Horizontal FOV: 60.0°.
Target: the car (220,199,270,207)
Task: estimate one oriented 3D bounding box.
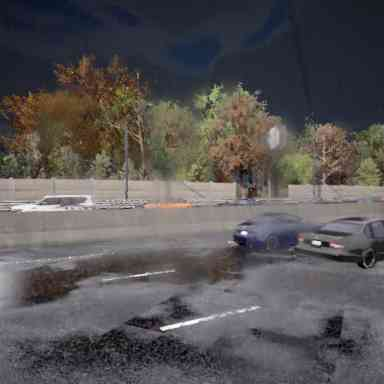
[{"bbox_3d":[6.074,1.548,35.725,5.357,1.411,2.033,0,0,-30],"label":"car"}]

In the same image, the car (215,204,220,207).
[{"bbox_3d":[5.301,1.548,39.319,5.357,1.411,2.033,0,0,-29],"label":"car"}]

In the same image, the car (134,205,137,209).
[{"bbox_3d":[-3.580,1.505,34.147,4.892,1.490,1.837,0,0,-31],"label":"car"}]

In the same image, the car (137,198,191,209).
[{"bbox_3d":[-2.363,1.351,30.806,4.553,1.767,2.097,0,0,-30],"label":"car"}]

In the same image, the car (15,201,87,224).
[{"bbox_3d":[-10.915,1.492,25.823,4.902,1.511,2.128,0,0,-30],"label":"car"}]

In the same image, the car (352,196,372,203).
[{"bbox_3d":[25.332,1.363,46.929,4.553,1.767,2.097,0,0,-28],"label":"car"}]

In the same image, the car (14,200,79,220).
[{"bbox_3d":[-12.569,1.478,28.911,5.008,1.535,1.882,0,0,-30],"label":"car"}]

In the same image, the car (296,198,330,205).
[{"bbox_3d":[14.885,1.492,40.856,4.902,1.511,2.128,0,0,-30],"label":"car"}]

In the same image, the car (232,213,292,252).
[{"bbox_3d":[3.736,1.563,13.875,4.181,1.385,1.994,0,0,-30],"label":"car"}]

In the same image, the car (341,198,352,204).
[{"bbox_3d":[25.024,1.559,50.806,5.357,1.411,2.033,0,0,-30],"label":"car"}]

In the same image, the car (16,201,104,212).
[{"bbox_3d":[-7.489,1.491,19.718,4.902,1.511,2.128,0,0,-30],"label":"car"}]

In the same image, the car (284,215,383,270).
[{"bbox_3d":[5.825,1.546,11.041,5.357,1.411,2.033,0,0,-30],"label":"car"}]

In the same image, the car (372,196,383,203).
[{"bbox_3d":[26.591,1.231,43.623,5.566,2.045,2.150,0,0,-30],"label":"car"}]

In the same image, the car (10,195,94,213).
[{"bbox_3d":[-9.332,1.222,22.693,5.566,2.045,2.150,0,0,-30],"label":"car"}]
